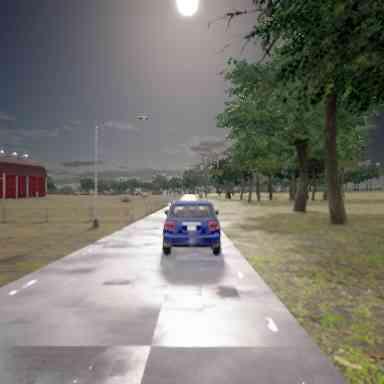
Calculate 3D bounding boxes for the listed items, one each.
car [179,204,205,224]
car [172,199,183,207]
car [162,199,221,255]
[{"bbox_3d":[-0.017,1.824,29.007,2.033,1.411,5.357,0,-1,0],"label":"car"},{"bbox_3d":[-2.823,2.142,64.848,1.994,1.385,4.181,0,0,1],"label":"car"},{"bbox_3d":[-0.008,1.351,14.022,2.150,2.045,5.566,0,0,0],"label":"car"}]
